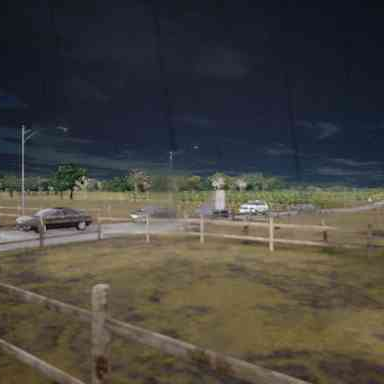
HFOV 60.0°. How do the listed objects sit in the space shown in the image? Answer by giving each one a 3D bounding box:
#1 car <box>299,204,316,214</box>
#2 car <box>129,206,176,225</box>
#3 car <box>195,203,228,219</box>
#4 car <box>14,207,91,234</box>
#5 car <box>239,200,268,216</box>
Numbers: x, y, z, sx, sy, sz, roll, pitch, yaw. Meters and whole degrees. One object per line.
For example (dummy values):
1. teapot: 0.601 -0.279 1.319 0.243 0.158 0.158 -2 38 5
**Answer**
1. car: 19.715 2.814 56.877 2.097 1.767 4.553 1 -1 35
2. car: -3.404 1.974 29.176 2.128 1.511 4.902 1 -1 35
3. car: 2.237 2.066 37.174 2.097 1.767 4.553 1 -1 35
4. car: -8.831 1.784 21.473 1.837 1.490 4.892 1 -1 35
5. car: 8.592 2.215 46.121 2.150 2.045 5.566 1 -1 36
